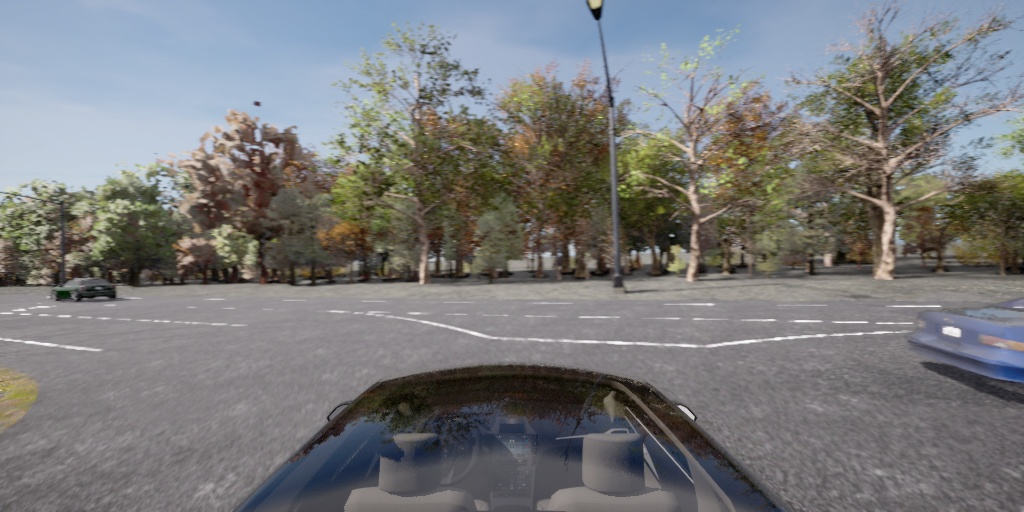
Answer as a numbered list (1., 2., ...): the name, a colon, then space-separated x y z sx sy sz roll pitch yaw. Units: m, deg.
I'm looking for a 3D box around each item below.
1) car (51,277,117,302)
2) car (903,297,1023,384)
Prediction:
1. car: -32.171 2.459 26.954 4.553 1.767 2.097 -2 -1 21
2. car: 8.479 1.016 4.154 5.357 1.411 2.033 -2 -1 20
